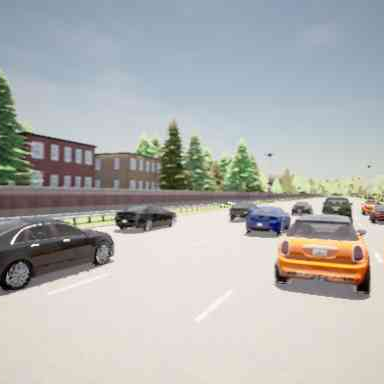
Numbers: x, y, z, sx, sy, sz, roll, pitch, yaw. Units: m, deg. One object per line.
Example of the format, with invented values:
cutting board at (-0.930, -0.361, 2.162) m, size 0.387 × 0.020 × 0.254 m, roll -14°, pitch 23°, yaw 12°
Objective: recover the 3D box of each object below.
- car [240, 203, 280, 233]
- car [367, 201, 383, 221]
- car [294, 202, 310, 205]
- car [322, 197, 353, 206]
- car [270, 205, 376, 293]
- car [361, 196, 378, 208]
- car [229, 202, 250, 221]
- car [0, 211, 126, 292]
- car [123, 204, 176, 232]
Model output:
car at (4.583, 1.580, 19.691) m, size 1.882 × 1.535 × 5.008 m, roll 1°, pitch 0°, yaw 24°
car at (15.687, 1.787, 27.247) m, size 1.812 × 1.442 × 4.674 m, roll 1°, pitch 0°, yaw 25°
car at (11.710, 1.753, 35.347) m, size 1.812 × 1.442 × 4.674 m, roll 1°, pitch 0°, yaw 24°
car at (11.946, 1.435, 27.405) m, size 2.150 × 2.045 × 5.566 m, roll 1°, pitch 0°, yaw 24°
car at (3.796, 1.421, 9.514) m, size 2.097 × 1.767 × 4.553 m, roll 1°, pitch 0°, yaw 25°
car at (20.529, 1.698, 37.914) m, size 2.097 × 1.767 × 4.553 m, roll 1°, pitch 0°, yaw 25°
car at (4.624, 1.626, 28.226) m, size 1.837 × 1.490 × 4.892 m, roll 1°, pitch 0°, yaw 24°
car at (-4.106, 1.474, 9.054) m, size 1.837 × 1.490 × 4.892 m, roll 1°, pitch 0°, yaw 24°
car at (-2.700, 1.488, 20.588) m, size 1.882 × 1.535 × 5.008 m, roll 1°, pitch 0°, yaw 24°
